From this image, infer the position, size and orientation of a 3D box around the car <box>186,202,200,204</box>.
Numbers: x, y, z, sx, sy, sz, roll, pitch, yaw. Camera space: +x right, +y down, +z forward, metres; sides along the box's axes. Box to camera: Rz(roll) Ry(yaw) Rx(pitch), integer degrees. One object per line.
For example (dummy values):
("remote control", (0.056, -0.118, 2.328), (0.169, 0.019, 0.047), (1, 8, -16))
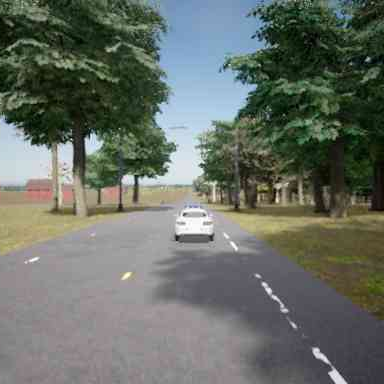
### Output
("car", (0.111, 1.742, 37.203), (1.895, 1.301, 4.718), (0, -1, 0))

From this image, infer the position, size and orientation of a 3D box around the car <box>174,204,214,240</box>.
("car", (0.104, 1.527, 16.759), (1.812, 1.442, 4.674), (0, 0, 0))
